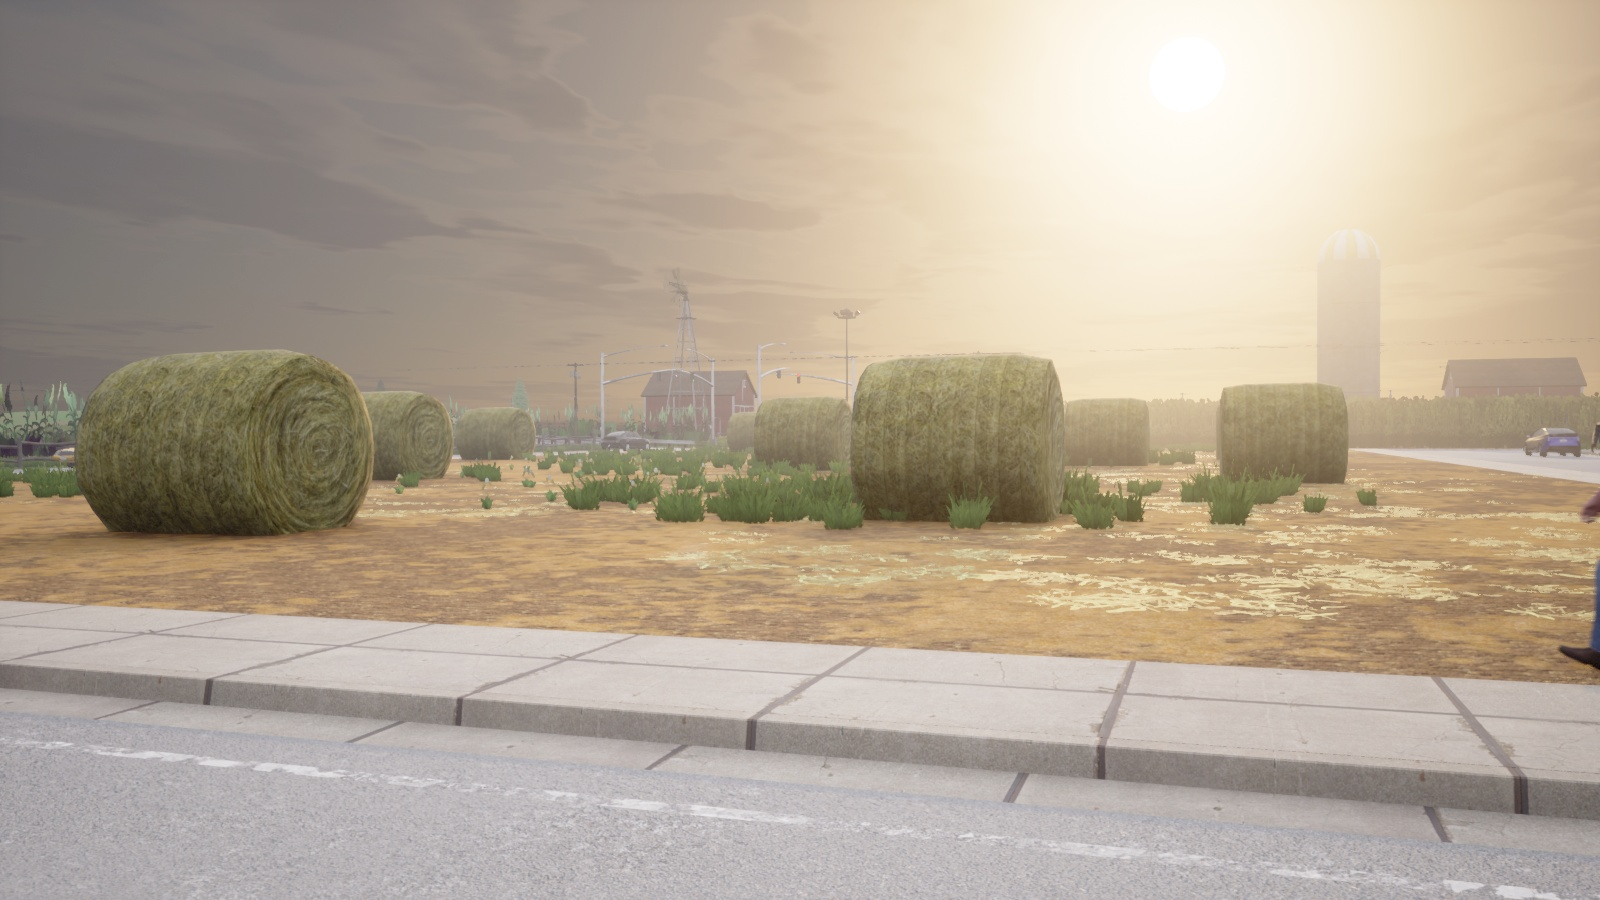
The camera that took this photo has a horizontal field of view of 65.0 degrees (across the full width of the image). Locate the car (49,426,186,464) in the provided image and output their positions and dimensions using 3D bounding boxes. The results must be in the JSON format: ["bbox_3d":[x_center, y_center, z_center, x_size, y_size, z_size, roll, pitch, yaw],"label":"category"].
[{"bbox_3d":[-29.652,-0.257,54.783,1.801,1.575,5.366,1,1,21],"label":"car"}]

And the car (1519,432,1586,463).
[{"bbox_3d":[39.468,-0.161,65.933,2.007,1.525,4.514,1,1,18],"label":"car"}]

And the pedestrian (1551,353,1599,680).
[{"bbox_3d":[4.706,0.373,7.128,0.706,1.836,0.354,1,1,25],"label":"pedestrian"}]

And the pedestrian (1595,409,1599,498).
[{"bbox_3d":[17.879,0.077,27.753,0.423,1.949,0.788,1,1,27],"label":"pedestrian"}]

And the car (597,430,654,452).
[{"bbox_3d":[-12.362,-0.680,89.347,1.837,1.490,4.892,1,1,21],"label":"car"}]
